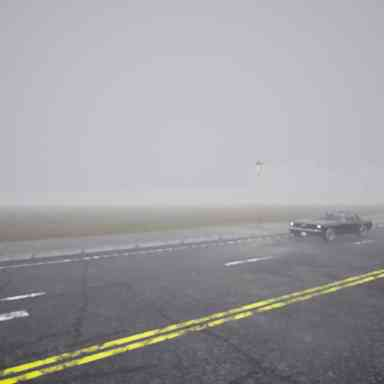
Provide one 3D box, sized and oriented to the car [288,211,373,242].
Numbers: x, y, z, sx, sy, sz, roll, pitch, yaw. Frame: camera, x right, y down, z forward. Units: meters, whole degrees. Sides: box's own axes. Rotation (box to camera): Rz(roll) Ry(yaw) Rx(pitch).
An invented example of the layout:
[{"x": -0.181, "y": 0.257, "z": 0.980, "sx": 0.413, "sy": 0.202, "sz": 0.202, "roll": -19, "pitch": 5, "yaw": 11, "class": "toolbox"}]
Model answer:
[{"x": 6.938, "y": 1.615, "z": 16.567, "sx": 4.718, "sy": 1.301, "sz": 1.895, "roll": 0, "pitch": 0, "yaw": -36, "class": "car"}]
